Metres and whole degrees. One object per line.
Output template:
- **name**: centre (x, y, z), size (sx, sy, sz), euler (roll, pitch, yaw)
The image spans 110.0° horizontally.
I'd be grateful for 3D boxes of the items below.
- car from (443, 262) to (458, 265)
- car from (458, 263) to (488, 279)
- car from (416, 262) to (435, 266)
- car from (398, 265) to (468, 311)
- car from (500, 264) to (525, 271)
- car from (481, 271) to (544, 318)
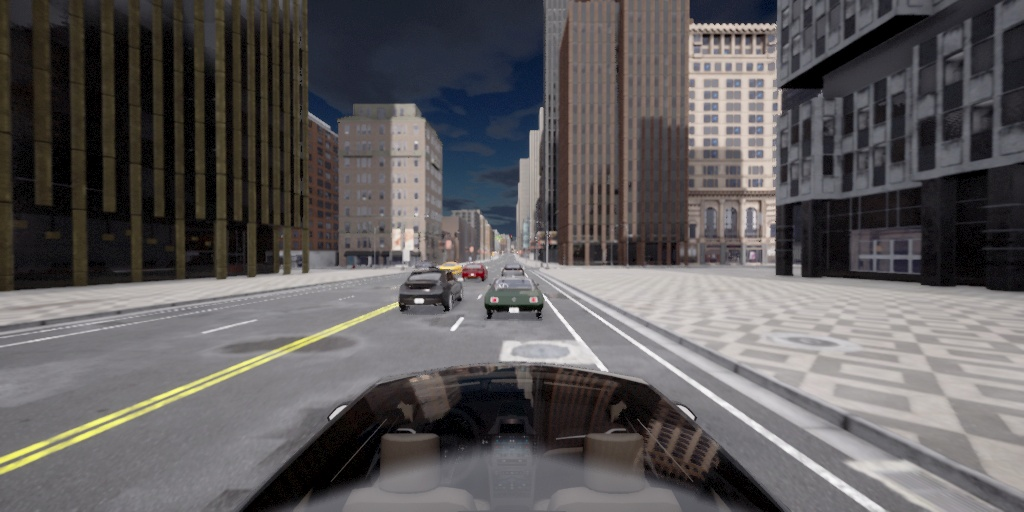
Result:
- **car**: centre (-6.605, 1.399, 38.648), size (1.882, 1.535, 5.008), euler (0, -1, 0)
- **car**: centre (-3.171, 1.359, 31.252), size (1.882, 1.535, 5.008), euler (0, 0, 0)
- **car**: centre (-9.852, 1.428, 41.045), size (2.128, 1.511, 4.902), euler (0, 0, 0)
- **car**: centre (-3.170, 1.303, 14.695), size (1.837, 1.490, 4.892), euler (0, 0, 0)
- **car**: centre (0.076, 1.366, 29.835), size (2.128, 1.511, 4.902), euler (0, 0, 0)
- **car**: centre (0.076, 1.393, 13.255), size (1.895, 1.301, 4.718), euler (0, 0, 0)
